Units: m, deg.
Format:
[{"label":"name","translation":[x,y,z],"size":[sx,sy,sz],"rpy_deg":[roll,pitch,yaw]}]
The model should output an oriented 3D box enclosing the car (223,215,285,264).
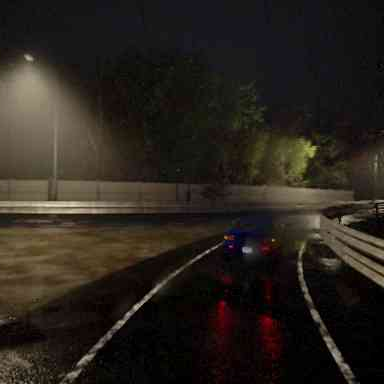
[{"label":"car","translation":[2.350,1.571,12.117],"size":[1.812,1.442,4.674],"rpy_deg":[0,0,17]}]
